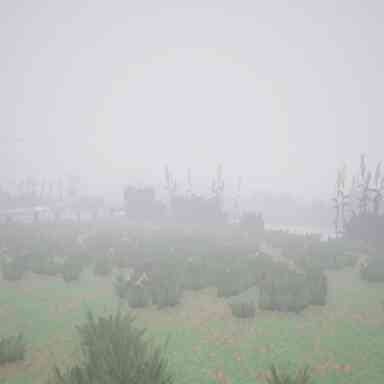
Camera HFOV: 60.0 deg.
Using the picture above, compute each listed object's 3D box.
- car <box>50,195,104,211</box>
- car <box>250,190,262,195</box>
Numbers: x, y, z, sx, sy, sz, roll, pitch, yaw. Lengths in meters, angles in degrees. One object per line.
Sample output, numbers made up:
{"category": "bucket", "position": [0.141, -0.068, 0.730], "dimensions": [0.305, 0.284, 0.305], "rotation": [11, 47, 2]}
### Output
{"category": "car", "position": [-10.355, 1.107, 30.306], "dimensions": [1.837, 1.490, 4.892], "rotation": [0, 3, 41]}
{"category": "car", "position": [10.346, 0.765, 47.434], "dimensions": [2.150, 2.045, 5.566], "rotation": [0, -2, 44]}
